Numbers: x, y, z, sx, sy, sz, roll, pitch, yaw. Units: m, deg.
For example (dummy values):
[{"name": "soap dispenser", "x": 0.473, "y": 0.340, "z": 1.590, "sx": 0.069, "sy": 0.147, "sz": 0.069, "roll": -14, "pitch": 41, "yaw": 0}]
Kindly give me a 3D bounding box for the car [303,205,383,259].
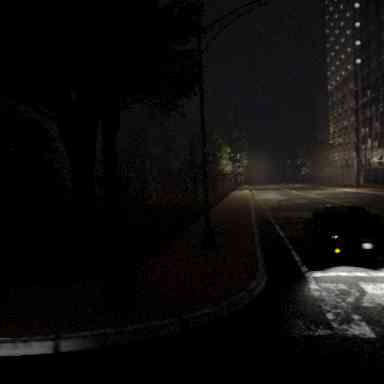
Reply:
[{"name": "car", "x": 4.764, "y": 1.112, "z": 10.423, "sx": 1.994, "sy": 1.385, "sz": 4.181, "roll": -2, "pitch": 2, "yaw": 9}]
